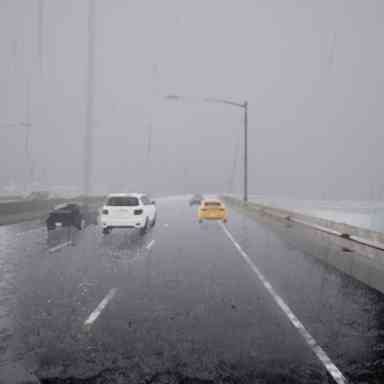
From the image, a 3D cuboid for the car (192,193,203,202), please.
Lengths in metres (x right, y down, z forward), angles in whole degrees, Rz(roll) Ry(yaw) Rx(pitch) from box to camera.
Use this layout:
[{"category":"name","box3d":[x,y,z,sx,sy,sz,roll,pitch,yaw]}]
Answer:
[{"category":"car","box3d":[1.095,1.049,60.731,1.882,1.535,5.008,0,0,2]}]

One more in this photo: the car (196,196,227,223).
[{"category":"car","box3d":[1.401,1.297,23.768,1.882,1.535,5.008,0,0,1]}]

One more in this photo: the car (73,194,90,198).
[{"category":"car","box3d":[-16.778,1.136,50.894,1.837,1.490,4.892,0,0,2]}]

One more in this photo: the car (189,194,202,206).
[{"category":"car","box3d":[0.659,1.268,45.638,1.895,1.301,4.718,0,0,2]}]

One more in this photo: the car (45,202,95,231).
[{"category":"car","box3d":[-6.773,1.355,19.358,1.837,1.490,4.892,0,1,1]}]

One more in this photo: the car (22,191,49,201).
[{"category":"car","box3d":[-23.769,0.852,51.072,2.150,2.045,5.566,0,0,2]}]

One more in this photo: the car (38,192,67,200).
[{"category":"car","box3d":[-20.317,1.131,49.631,2.128,1.511,4.902,0,0,2]}]

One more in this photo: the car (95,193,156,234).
[{"category":"car","box3d":[-3.289,1.081,18.165,2.150,2.045,5.566,0,1,1]}]
